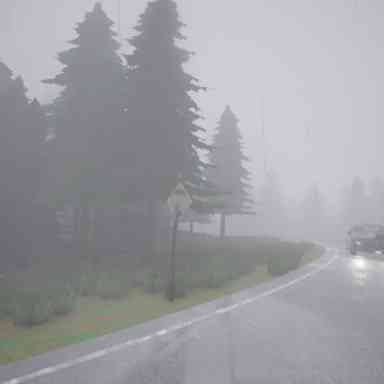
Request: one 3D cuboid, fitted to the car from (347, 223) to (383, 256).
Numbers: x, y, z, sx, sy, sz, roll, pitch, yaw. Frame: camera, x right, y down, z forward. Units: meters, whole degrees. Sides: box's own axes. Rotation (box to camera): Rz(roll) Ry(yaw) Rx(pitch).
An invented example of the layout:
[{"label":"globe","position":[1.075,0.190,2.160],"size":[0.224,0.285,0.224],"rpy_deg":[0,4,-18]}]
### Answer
[{"label":"car","position":[8.223,2.157,15.315],"size":[2.033,1.411,5.357],"rpy_deg":[2,-4,23]}]
